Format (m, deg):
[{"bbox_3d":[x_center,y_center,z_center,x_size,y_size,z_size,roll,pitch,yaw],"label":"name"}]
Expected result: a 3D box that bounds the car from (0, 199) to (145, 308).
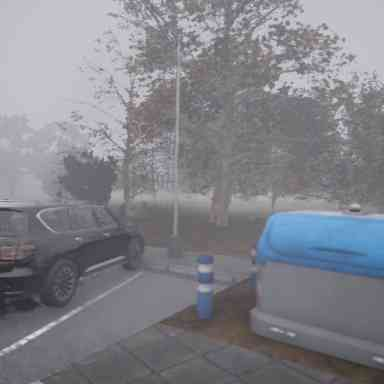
[{"bbox_3d":[-3.092,1.231,8.222,2.435,2.045,5.566,0,-1,15],"label":"car"}]
